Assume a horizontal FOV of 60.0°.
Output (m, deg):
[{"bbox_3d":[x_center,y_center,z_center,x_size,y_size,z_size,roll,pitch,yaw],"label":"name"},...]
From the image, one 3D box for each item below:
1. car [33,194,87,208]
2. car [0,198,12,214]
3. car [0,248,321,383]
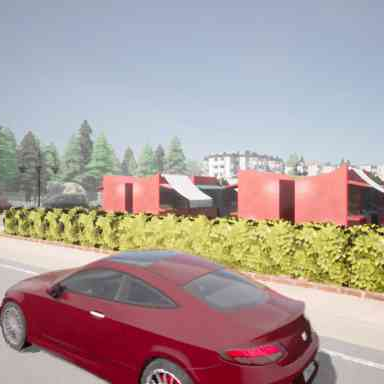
[{"bbox_3d":[-13.829,1.276,35.254,2.150,2.045,5.566,0,0,36],"label":"car"},{"bbox_3d":[-20.163,1.408,32.526,2.097,1.767,4.553,0,0,36],"label":"car"},{"bbox_3d":[-0.750,1.526,4.520,4.674,1.442,1.812,0,0,36],"label":"car"}]
